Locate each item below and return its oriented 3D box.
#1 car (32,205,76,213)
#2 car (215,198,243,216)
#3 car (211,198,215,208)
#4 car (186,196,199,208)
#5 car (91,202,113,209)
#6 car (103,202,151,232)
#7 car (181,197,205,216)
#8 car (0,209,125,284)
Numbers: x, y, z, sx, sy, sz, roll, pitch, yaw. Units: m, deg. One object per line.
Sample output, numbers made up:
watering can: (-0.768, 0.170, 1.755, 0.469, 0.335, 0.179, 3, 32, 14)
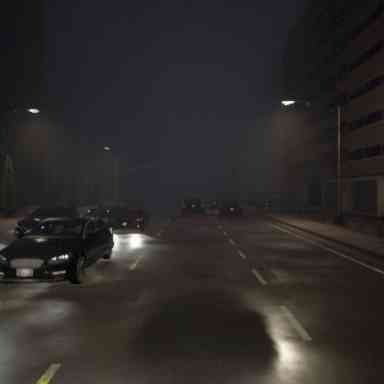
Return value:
car: (-7.080, 1.450, 16.906, 1.837, 1.490, 4.892, 0, 0, 0)
car: (3.513, 1.463, 30.987, 1.994, 1.385, 4.181, 0, 0, 0)
car: (3.518, 1.456, 44.349, 1.895, 1.301, 4.718, 0, 0, 0)
car: (0.057, 1.375, 46.217, 1.812, 1.442, 4.674, 0, 0, -1)
car: (-7.031, 1.513, 27.200, 1.895, 1.301, 4.718, 0, 0, 1)
car: (-3.575, 1.500, 19.624, 1.994, 1.385, 4.181, 0, 0, 0)
car: (0.101, 1.251, 30.778, 2.097, 1.767, 4.553, 0, 0, 0)
car: (-3.585, 1.461, 9.591, 2.128, 1.511, 4.902, 0, 0, 0)
